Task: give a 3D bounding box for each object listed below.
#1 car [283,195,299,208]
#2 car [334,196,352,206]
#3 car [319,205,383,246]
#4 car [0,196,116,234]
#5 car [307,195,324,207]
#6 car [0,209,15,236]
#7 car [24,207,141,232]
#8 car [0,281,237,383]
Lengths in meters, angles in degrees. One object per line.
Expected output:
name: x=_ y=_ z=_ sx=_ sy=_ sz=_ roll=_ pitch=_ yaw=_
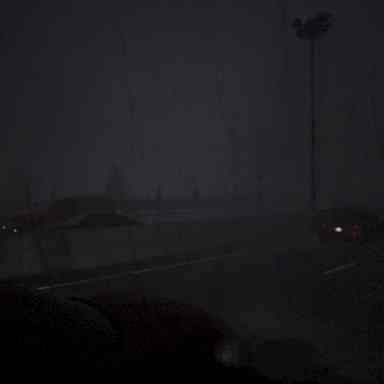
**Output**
car: x=14.911 y=1.538 z=50.149 sx=1.882 sy=1.535 sz=5.008 roll=0 pitch=-1 yaw=24
car: x=21.260 y=1.573 z=47.236 sx=1.994 sy=1.385 sz=4.181 roll=0 pitch=0 yaw=24
car: x=7.541 y=1.531 z=15.221 sx=4.181 sy=1.385 sz=1.994 roll=0 pitch=0 yaw=-44
car: x=-6.415 y=1.251 z=16.926 sx=5.566 sy=2.045 sz=2.150 roll=0 pitch=0 yaw=-39
car: x=19.280 y=1.551 z=51.366 sx=1.837 sy=1.490 sz=4.892 roll=0 pitch=-1 yaw=23
car: x=-11.916 y=1.652 z=17.082 sx=4.718 sy=1.301 sz=1.895 roll=0 pitch=0 yaw=-37
car: x=-4.317 y=1.545 z=14.206 sx=4.674 sy=1.442 sz=1.812 roll=0 pitch=0 yaw=-39
car: x=-1.856 y=1.487 z=2.597 sx=5.008 sy=1.535 sz=1.882 roll=0 pitch=0 yaw=-35
